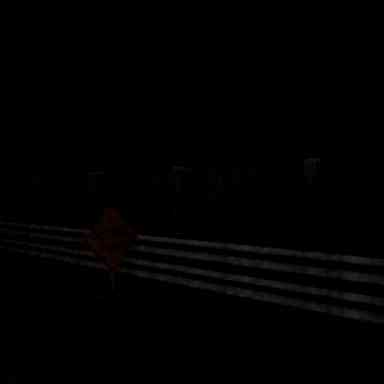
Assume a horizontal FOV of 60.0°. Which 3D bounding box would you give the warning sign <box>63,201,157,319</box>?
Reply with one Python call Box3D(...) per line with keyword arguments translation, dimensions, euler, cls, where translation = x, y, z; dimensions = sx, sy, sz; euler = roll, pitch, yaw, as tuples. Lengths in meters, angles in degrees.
Box3D(translation=(-1.504, 1.128, 6.220), dimensions=(1.060, 1.860, 1.300), euler=(-1, 0, 35), cls="warning sign")
